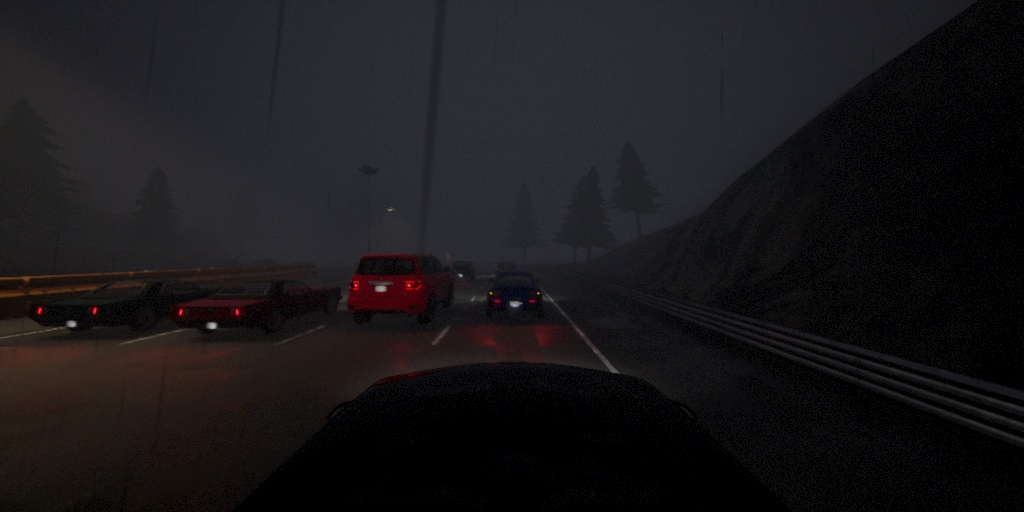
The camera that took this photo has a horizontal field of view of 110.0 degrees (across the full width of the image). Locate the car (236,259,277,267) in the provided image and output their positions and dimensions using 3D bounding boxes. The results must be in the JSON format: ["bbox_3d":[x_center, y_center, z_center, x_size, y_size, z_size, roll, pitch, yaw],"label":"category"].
[{"bbox_3d":[-25.999,1.097,37.364,1.837,1.490,4.892,0,0,-8],"label":"car"}]

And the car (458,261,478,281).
[{"bbox_3d":[-3.878,1.138,28.545,1.837,1.490,4.892,0,1,-4],"label":"car"}]

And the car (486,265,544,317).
[{"bbox_3d":[0.089,1.226,12.851,1.812,1.442,4.674,0,0,0],"label":"car"}]

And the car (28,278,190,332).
[{"bbox_3d":[-10.415,1.311,10.705,1.895,1.301,4.718,0,0,0],"label":"car"}]

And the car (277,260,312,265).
[{"bbox_3d":[-22.565,1.115,38.070,1.812,1.442,4.674,0,0,-8],"label":"car"}]

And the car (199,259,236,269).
[{"bbox_3d":[-29.391,1.102,36.374,1.837,1.490,4.892,0,0,-7],"label":"car"}]

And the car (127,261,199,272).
[{"bbox_3d":[-32.521,1.157,33.372,2.033,1.411,5.357,0,0,-6],"label":"car"}]

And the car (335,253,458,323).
[{"bbox_3d":[-3.409,0.927,12.025,2.150,2.045,5.566,0,0,0],"label":"car"}]

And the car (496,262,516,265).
[{"bbox_3d":[-0.464,1.188,30.033,1.994,1.385,4.181,0,0,-4],"label":"car"}]

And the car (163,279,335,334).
[{"bbox_3d":[-6.916,1.312,10.497,1.895,1.301,4.718,0,0,0],"label":"car"}]
